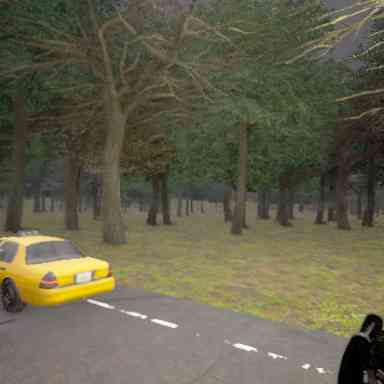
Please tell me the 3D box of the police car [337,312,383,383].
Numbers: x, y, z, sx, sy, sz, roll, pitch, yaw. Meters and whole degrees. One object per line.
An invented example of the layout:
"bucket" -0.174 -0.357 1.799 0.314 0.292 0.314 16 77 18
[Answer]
"police car" 3.835 1.572 2.192 5.238 1.638 1.930 -1 -3 37

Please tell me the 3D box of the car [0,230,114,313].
"car" -4.217 1.721 8.256 5.366 1.575 1.801 -1 -3 37
